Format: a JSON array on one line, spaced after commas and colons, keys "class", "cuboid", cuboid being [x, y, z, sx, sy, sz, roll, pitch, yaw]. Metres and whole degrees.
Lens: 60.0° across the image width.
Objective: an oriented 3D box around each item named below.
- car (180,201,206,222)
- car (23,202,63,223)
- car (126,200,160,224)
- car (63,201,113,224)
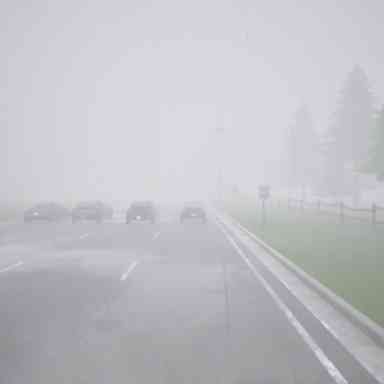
[{"class": "car", "cuboid": [0.085, 1.375, 24.518, 1.812, 1.442, 4.674, 0, 0, 0]}, {"class": "car", "cuboid": [-10.401, 1.415, 24.147, 1.994, 1.385, 4.181, 0, 0, 0]}, {"class": "car", "cuboid": [-3.401, 1.360, 23.532, 1.837, 1.490, 4.892, 0, 0, 0]}, {"class": "car", "cuboid": [-6.900, 1.347, 23.445, 2.128, 1.511, 4.902, 0, 0, 0]}]
